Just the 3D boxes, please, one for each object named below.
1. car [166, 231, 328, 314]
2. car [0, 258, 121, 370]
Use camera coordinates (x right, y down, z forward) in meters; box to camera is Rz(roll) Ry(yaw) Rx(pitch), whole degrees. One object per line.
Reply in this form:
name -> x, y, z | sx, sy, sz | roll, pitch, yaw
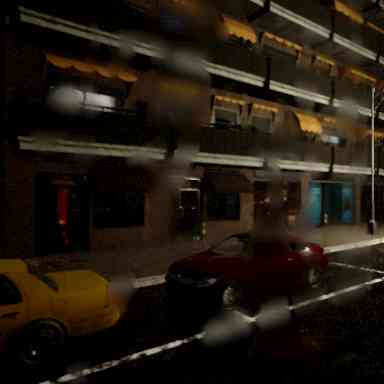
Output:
car -> 1.413, 1.585, 7.562 | 4.206, 1.307, 1.802 | 0, 0, -35
car -> -3.359, 1.525, 4.158 | 4.829, 1.417, 1.752 | 0, 0, -35
